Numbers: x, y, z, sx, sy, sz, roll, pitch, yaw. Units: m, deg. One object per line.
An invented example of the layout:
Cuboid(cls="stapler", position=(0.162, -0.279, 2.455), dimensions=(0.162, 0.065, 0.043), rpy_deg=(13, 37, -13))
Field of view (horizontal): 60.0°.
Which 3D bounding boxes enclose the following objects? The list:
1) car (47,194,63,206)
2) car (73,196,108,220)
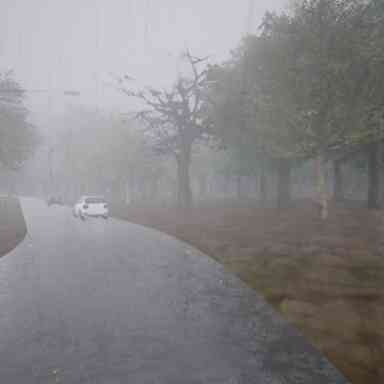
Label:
Cuboid(cls="car", position=(-23.267, 1.416, 56.394), dimensions=(2.150, 2.045, 5.566), rpy_deg=(0, -1, -28))
Cuboid(cls="car", position=(-8.843, 1.364, 28.864), dimensions=(2.150, 2.045, 5.566), rpy_deg=(0, 0, -27))
